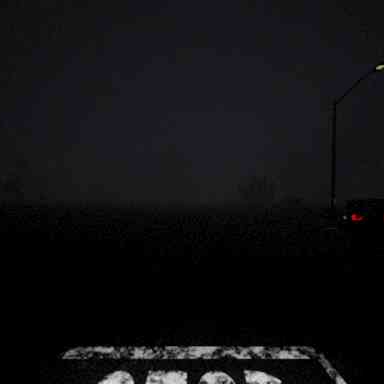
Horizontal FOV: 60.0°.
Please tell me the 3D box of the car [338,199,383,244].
[{"bbox_3d":[10.278,1.410,16.562,5.566,2.045,2.150,1,1,0],"label":"car"}]
